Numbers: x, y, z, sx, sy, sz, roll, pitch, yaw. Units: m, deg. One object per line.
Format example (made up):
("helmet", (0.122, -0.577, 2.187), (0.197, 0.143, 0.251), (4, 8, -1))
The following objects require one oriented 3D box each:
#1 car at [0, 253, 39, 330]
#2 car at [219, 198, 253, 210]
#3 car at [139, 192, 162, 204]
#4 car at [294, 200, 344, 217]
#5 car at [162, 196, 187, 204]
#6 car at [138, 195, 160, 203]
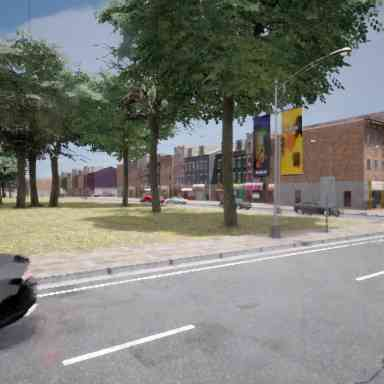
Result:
("car", (-4.693, 1.490, 4.326), (4.902, 1.511, 2.128), (0, 0, -35))
("car", (5.476, 1.483, 41.784), (1.837, 1.490, 4.892), (1, 0, -35))
("car", (-6.902, 1.081, 59.315), (2.150, 2.045, 5.566), (1, 0, -35))
("car", (12.232, 1.588, 32.289), (1.837, 1.490, 4.892), (1, 0, -35))
("car", (-2.863, 1.488, 58.485), (1.895, 1.301, 4.718), (1, 0, -35))
("car", (-8.733, 1.401, 66.638), (2.033, 1.411, 5.357), (1, 0, -35))
